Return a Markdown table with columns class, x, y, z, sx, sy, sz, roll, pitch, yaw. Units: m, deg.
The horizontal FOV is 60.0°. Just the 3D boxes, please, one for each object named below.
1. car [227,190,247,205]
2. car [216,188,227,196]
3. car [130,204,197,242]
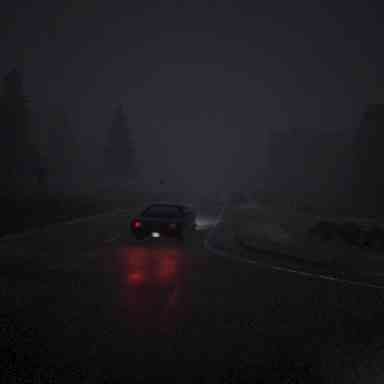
| class | x | y | z | sx | sy | sz | roll | pitch | yaw |
| --- | --- | --- | --- | --- | --- | --- | --- | --- | --- |
| car | 5.214 | 0.567 | 37.579 | 1.816 | 1.474 | 4.193 | -3 | 1 | 6 |
| car | 5.429 | -0.037 | 60.398 | 1.837 | 1.490 | 4.892 | 2 | 2 | 8 |
| car | -0.944 | 1.158 | 13.809 | 1.895 | 1.301 | 4.718 | 2 | 1 | 8 |
